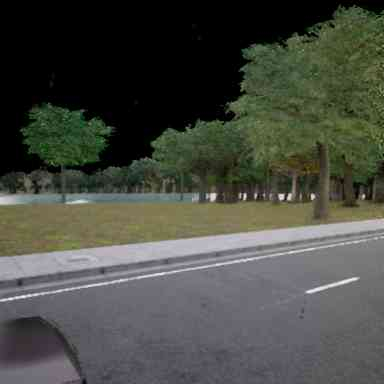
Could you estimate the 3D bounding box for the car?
[{"bbox_3d":[-3.151,1.542,1.474,5.357,1.411,2.033,0,0,-35],"label":"car"}]
